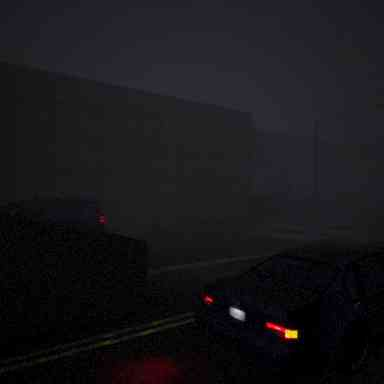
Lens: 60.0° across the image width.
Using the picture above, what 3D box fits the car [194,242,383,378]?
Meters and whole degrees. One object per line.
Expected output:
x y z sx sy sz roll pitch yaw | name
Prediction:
2.605 1.585 5.602 5.357 1.411 2.033 1 0 -35 | car

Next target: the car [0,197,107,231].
-6.028 1.237 12.558 5.566 2.045 2.150 0 0 -35 | car
